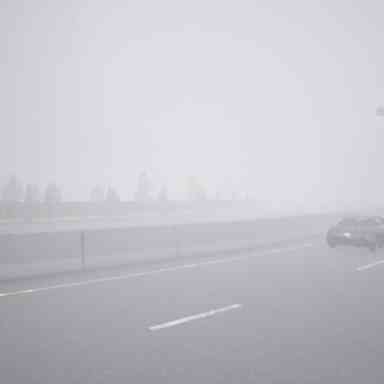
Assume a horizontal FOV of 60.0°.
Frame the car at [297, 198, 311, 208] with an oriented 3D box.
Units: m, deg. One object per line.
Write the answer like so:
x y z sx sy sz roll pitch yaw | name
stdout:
20.601 2.264 61.800 1.837 1.490 4.892 0 -1 18 | car

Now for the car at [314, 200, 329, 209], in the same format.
24.211 2.259 61.557 1.882 1.535 5.008 0 -1 17 | car

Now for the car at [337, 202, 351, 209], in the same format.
27.525 2.387 60.324 1.895 1.301 4.718 0 -1 17 | car

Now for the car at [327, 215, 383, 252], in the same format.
7.756 1.721 14.915 4.181 1.385 1.994 1 -1 -44 | car
